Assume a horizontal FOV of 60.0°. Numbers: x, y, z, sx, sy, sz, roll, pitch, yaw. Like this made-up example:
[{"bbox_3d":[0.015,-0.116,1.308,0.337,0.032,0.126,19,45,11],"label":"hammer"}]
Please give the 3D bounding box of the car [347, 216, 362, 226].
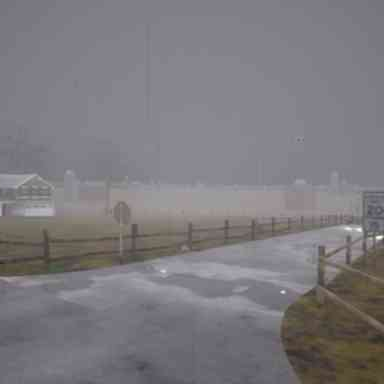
[{"bbox_3d":[21.949,3.821,44.335,1.895,1.301,4.718,0,-2,35],"label":"car"}]
